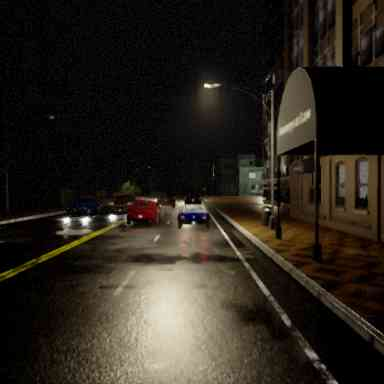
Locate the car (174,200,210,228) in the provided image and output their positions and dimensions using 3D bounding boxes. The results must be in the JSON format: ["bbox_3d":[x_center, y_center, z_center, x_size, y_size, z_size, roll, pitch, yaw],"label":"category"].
[{"bbox_3d":[0.102,1.442,21.008,1.895,1.301,4.718,0,0,0],"label":"car"}]

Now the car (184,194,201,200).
[{"bbox_3d":[0.114,1.030,42.231,2.097,1.767,4.553,0,0,0],"label":"car"}]

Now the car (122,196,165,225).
[{"bbox_3d":[-3.147,1.305,22.690,1.882,1.535,5.008,0,1,0],"label":"car"}]

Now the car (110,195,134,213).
[{"bbox_3d":[-6.583,1.104,32.579,2.097,1.767,4.553,0,0,0],"label":"car"}]

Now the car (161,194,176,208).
[{"bbox_3d":[-3.136,1.031,42.047,2.097,1.767,4.553,0,0,0],"label":"car"}]

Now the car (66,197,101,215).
[{"bbox_3d":[-9.836,1.246,30.428,1.882,1.535,5.008,0,0,0],"label":"car"}]
